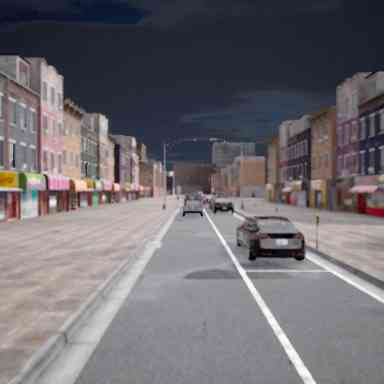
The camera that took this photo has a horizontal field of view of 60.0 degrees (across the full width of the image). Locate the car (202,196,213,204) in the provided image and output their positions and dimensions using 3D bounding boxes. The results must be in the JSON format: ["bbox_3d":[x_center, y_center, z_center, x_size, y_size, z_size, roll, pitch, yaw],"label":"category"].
[{"bbox_3d":[2.603,1.303,57.256,1.802,1.307,4.206,0,0,0],"label":"car"}]

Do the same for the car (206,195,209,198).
[{"bbox_3d":[3.000,1.319,39.951,1.812,1.442,4.674,0,0,0],"label":"car"}]

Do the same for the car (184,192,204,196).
[{"bbox_3d":[0.074,0.996,44.775,2.150,2.045,5.566,0,0,0],"label":"car"}]

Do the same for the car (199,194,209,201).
[{"bbox_3d":[2.591,1.221,74.294,2.008,1.369,4.403,0,0,0],"label":"car"}]

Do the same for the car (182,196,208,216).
[{"bbox_3d":[0.074,1.383,30.155,2.033,1.411,5.357,0,0,0],"label":"car"}]

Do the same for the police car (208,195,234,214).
[{"bbox_3d":[2.989,1.248,33.060,1.930,1.638,5.238,0,0,0],"label":"police car"}]

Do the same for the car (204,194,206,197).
[{"bbox_3d":[2.606,1.184,51.576,1.967,1.590,4.097,0,0,0],"label":"car"}]

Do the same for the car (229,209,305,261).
[{"bbox_3d":[2.632,1.492,11.819,1.947,1.339,4.313,0,0,0],"label":"car"}]
